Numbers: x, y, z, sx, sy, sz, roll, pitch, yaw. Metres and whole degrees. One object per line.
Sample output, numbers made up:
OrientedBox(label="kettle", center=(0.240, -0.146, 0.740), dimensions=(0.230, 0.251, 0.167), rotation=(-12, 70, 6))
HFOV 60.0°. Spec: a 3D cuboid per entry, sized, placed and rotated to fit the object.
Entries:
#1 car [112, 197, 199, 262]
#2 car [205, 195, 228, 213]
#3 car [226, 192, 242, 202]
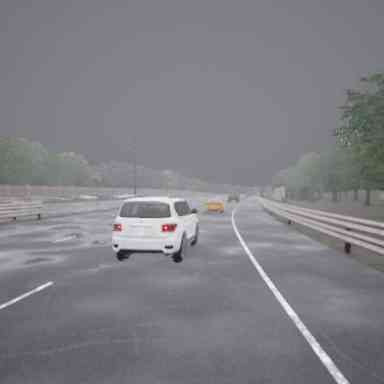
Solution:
OrientedBox(label="car", center=(-1.097, 1.199, 12.302), dimensions=(2.150, 2.045, 5.566), rotation=(0, 0, 8))
OrientedBox(label="car", center=(2.547, 1.414, 35.763), dimensions=(1.882, 1.535, 5.008), rotation=(0, 0, 9))
OrientedBox(label="car", center=(8.791, 1.118, 69.850), dimensions=(2.150, 2.045, 5.566), rotation=(0, 0, 11))
